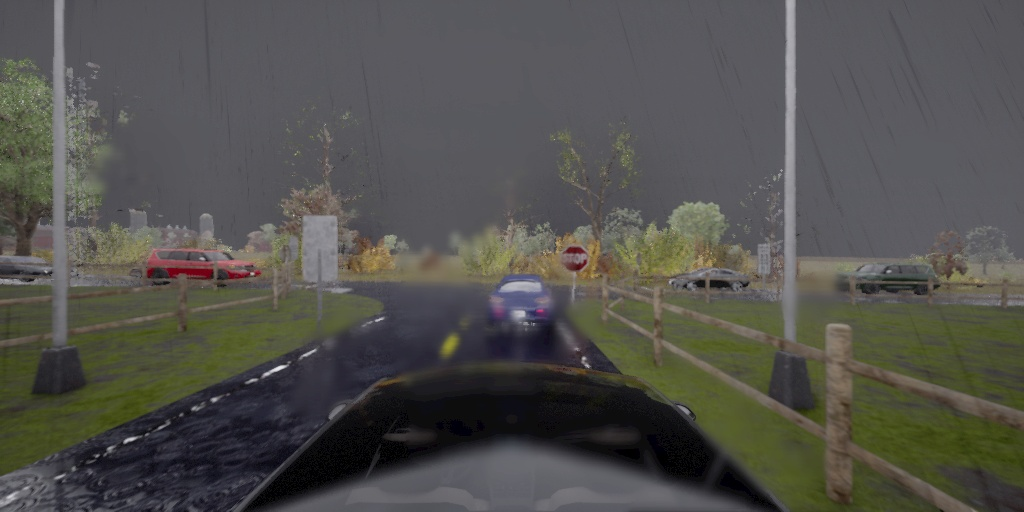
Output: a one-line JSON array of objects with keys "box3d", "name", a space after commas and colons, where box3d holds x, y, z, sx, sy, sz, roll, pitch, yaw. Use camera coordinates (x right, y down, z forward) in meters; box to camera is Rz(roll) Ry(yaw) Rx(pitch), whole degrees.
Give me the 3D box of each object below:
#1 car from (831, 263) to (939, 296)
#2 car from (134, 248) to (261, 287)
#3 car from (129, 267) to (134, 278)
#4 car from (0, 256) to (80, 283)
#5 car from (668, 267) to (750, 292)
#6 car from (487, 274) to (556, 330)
[{"box3d": [24.276, 1.480, 23.438, 5.566, 2.045, 2.150, 1, 1, 0], "name": "car"}, {"box3d": [-17.581, 0.621, 20.512, 5.566, 2.045, 2.150, 1, 1, 0], "name": "car"}, {"box3d": [-22.143, 0.787, 23.486, 4.674, 1.442, 1.812, 1, 1, 0], "name": "car"}, {"box3d": [-28.362, 0.712, 20.523, 5.357, 1.411, 2.033, 1, 1, -1], "name": "car"}, {"box3d": [12.794, 1.506, 23.448, 4.902, 1.511, 2.128, 1, 1, 0], "name": "car"}, {"box3d": [0.342, 1.267, 11.034, 1.812, 1.442, 4.674, 0, 0, 4], "name": "car"}]
